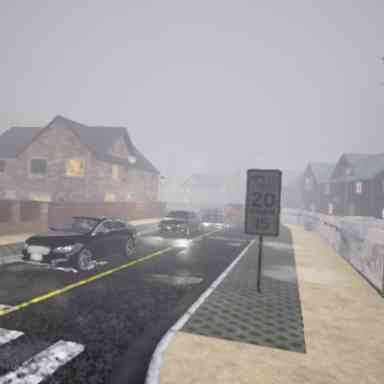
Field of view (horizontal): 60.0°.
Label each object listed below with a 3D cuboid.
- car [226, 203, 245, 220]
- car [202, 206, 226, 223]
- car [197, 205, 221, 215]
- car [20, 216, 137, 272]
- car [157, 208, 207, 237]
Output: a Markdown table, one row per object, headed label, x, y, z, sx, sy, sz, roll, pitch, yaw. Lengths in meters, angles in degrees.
| label | x | y | z | sx | sy | sz | roll | pitch | yaw |
| --- | --- | --- | --- | --- | --- | --- | --- | --- | --- |
| car | 5.430 | 2.425 | 41.059 | 2.150 | 2.045 | 5.566 | 3 | -1 | -2 |
| car | 2.210 | 2.428 | 34.804 | 1.994 | 1.385 | 4.181 | 3 | -1 | 5 |
| car | 2.748 | 2.941 | 54.736 | 2.033 | 1.411 | 5.357 | 4 | -2 | -19 |
| car | -3.563 | 1.589 | 11.408 | 2.128 | 1.511 | 4.902 | 3 | -1 | 16 |
| car | -0.705 | 1.938 | 21.608 | 1.837 | 1.490 | 4.892 | 3 | -1 | 15 |
